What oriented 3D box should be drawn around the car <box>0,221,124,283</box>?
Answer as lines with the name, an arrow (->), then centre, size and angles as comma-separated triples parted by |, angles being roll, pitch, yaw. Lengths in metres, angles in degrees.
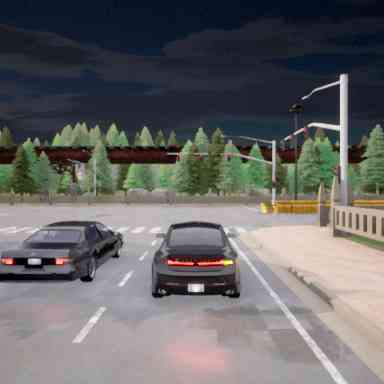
car -> -3.385, 1.545, 9.682 | 2.033, 1.411, 5.357 | 0, 0, 0

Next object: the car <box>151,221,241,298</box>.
car -> 0.101, 1.503, 8.492 | 1.837, 1.490, 4.892 | 0, 0, 1
